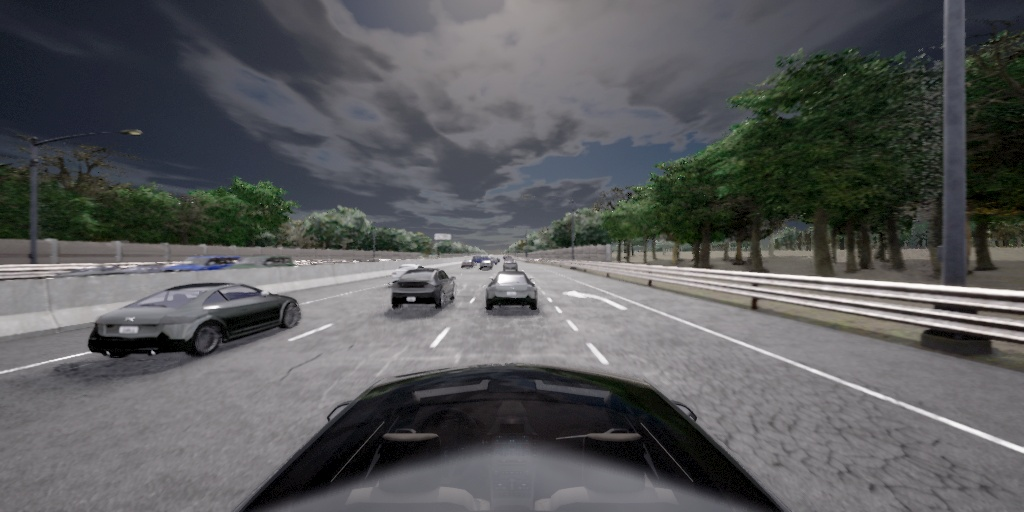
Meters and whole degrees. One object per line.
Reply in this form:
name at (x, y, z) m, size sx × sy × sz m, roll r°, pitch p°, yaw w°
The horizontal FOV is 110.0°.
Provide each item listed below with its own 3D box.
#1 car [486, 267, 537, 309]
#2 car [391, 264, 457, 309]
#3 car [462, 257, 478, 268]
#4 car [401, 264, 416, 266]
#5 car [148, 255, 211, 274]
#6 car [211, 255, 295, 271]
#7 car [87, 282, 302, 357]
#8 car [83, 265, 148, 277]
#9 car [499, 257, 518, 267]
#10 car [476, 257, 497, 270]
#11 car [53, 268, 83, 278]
car at (-0.023, 1.315, 14.931) m, size 1.994 × 1.385 × 4.181 m, roll 0°, pitch 0°, yaw 0°
car at (-3.522, 1.258, 14.948) m, size 1.837 × 1.490 × 4.892 m, roll 0°, pitch 0°, yaw 0°
car at (-7.370, 1.283, 60.515) m, size 2.033 × 1.411 × 5.357 m, roll 0°, pitch 0°, yaw -1°
car at (-7.065, 1.278, 25.362) m, size 1.812 × 1.442 × 4.674 m, roll 0°, pitch 0°, yaw 0°
car at (-21.151, 0.978, 24.792) m, size 2.150 × 2.045 × 5.566 m, roll 0°, pitch 0°, yaw 0°
car at (-17.655, 0.978, 25.288) m, size 2.150 × 2.045 × 5.566 m, roll 0°, pitch 0°, yaw 0°
car at (-7.007, 1.316, 8.558) m, size 1.994 × 1.385 × 4.181 m, roll 0°, pitch 0°, yaw 0°
car at (-24.650, 1.305, 24.265) m, size 2.033 × 1.411 × 5.357 m, roll 0°, pitch 0°, yaw 0°
car at (-0.216, 1.236, 46.124) m, size 2.128 × 1.511 × 4.902 m, roll 0°, pitch 0°, yaw -1°
car at (-3.797, 1.287, 54.107) m, size 2.033 × 1.411 × 5.357 m, roll 0°, pitch 0°, yaw -1°
car at (-28.147, 1.322, 24.397) m, size 1.994 × 1.385 × 4.181 m, roll 0°, pitch 0°, yaw 0°
